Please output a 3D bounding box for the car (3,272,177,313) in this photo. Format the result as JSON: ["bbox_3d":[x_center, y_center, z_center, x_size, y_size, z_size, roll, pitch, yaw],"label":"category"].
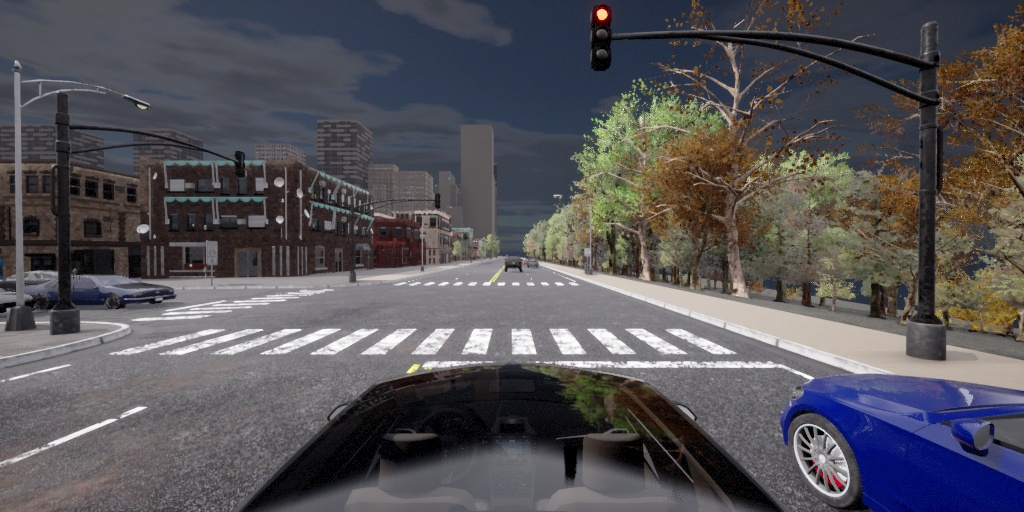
[{"bbox_3d":[-17.766,1.495,15.432,5.357,1.411,2.033,-1,1,2],"label":"car"}]

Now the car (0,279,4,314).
[{"bbox_3d":[-19.926,1.565,12.792,4.313,1.339,1.948,0,0,0],"label":"car"}]

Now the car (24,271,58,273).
[{"bbox_3d":[-28.242,1.560,21.321,4.403,1.370,2.007,0,0,0],"label":"car"}]

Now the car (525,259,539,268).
[{"bbox_3d":[3.462,1.217,60.816,2.128,1.511,4.902,0,0,0],"label":"car"}]

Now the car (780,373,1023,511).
[{"bbox_3d":[3.346,1.276,1.351,1.812,1.442,4.674,0,0,2],"label":"car"}]

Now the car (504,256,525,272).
[{"bbox_3d":[0.188,0.955,47.242,2.150,2.045,5.566,0,0,0],"label":"car"}]
